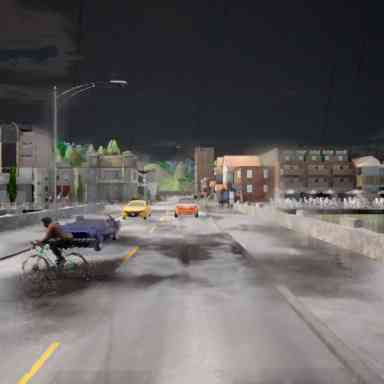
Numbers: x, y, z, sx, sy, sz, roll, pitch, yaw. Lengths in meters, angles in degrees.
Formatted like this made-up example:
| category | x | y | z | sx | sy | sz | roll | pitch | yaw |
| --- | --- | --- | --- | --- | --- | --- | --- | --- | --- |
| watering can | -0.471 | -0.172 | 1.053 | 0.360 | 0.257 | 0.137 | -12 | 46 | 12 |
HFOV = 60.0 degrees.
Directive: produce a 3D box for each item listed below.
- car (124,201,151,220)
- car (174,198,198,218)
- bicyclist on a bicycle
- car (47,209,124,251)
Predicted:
| category | x | y | z | sx | sy | sz | roll | pitch | yaw |
| --- | --- | --- | --- | --- | --- | --- | --- | --- | --- |
| car | -4.647 | 1.478 | 28.428 | 1.882 | 1.535 | 5.008 | 0 | 0 | -1 |
| car | -0.522 | 1.352 | 30.761 | 2.097 | 1.767 | 4.553 | 0 | 0 | -1 |
| bicyclist on a bicycle | -3.518 | 1.454 | 8.495 | 1.656 | 1.620 | 0.582 | -2 | 0 | -1 |
| car | -4.377 | 1.600 | 14.140 | 1.895 | 1.301 | 4.718 | 0 | 0 | -1 |
